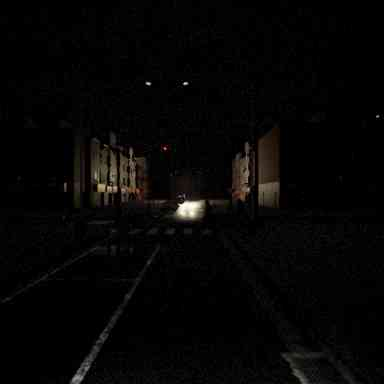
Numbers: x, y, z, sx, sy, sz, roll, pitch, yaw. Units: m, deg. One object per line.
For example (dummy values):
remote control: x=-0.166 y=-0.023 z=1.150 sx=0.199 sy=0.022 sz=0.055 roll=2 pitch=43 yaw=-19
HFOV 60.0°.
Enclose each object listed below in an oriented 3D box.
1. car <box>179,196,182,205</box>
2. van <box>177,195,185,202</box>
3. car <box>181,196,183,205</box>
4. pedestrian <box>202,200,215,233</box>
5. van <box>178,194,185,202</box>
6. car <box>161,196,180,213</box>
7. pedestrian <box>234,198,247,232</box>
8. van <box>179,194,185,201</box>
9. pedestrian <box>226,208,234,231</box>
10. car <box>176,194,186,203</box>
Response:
car: x=-2.635 y=1.597 z=44.197 sx=1.887 sy=1.381 sz=4.507 roll=0 pitch=0 yaw=0
van: x=-2.637 y=1.496 z=77.831 sx=1.690 sy=1.788 sz=3.998 roll=0 pitch=0 yaw=0
car: x=-2.636 y=1.648 z=49.803 sx=1.802 sy=1.307 sz=4.206 roll=0 pitch=0 yaw=0
pedestrian: x=0.913 y=1.304 z=18.329 sx=0.375 sy=1.860 sz=0.375 roll=0 pitch=0 yaw=0
van: x=-2.638 y=1.517 z=83.436 sx=1.690 sy=1.788 sz=3.998 roll=0 pitch=0 yaw=0
car: x=-2.635 y=1.565 z=38.423 sx=1.752 sy=1.417 sz=4.829 roll=0 pitch=0 yaw=0
pedestrian: x=2.495 y=1.151 z=17.130 sx=0.375 sy=1.860 sz=0.375 roll=0 pitch=0 yaw=0
van: x=-2.638 y=1.539 z=89.042 sx=1.690 sy=1.788 sz=3.998 roll=0 pitch=0 yaw=0
pedestrian: x=2.157 y=1.430 z=17.729 sx=0.375 sy=1.300 sz=0.375 roll=0 pitch=0 yaw=0
car: x=-2.637 y=1.538 z=61.014 sx=1.967 sy=1.590 sz=4.097 roll=0 pitch=0 yaw=0
